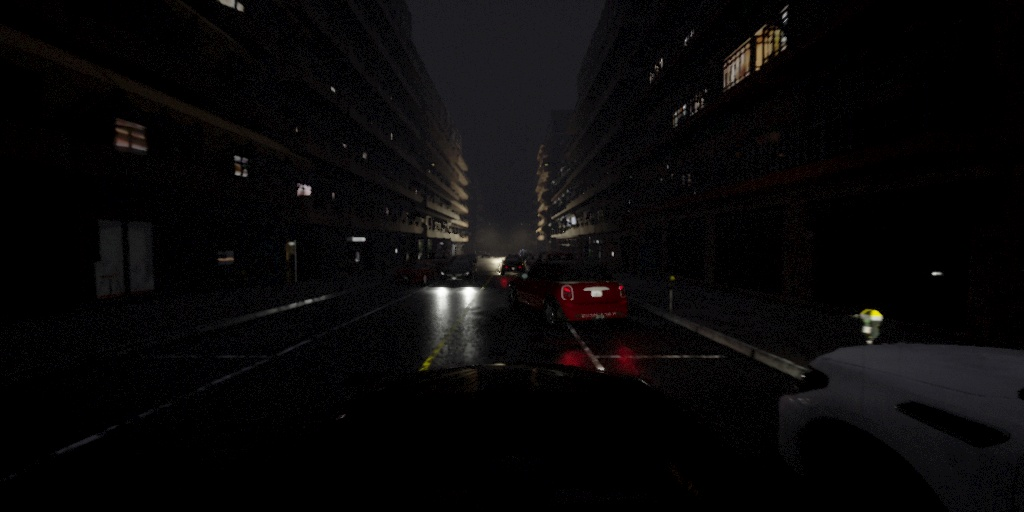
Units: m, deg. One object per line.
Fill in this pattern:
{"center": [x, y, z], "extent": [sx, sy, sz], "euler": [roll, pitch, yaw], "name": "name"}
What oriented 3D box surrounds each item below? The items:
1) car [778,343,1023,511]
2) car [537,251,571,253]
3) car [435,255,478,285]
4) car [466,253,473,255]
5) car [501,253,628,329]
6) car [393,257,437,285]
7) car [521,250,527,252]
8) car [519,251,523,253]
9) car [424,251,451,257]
{"center": [3.107, 1.006, 0.337], "extent": [2.150, 2.045, 5.566], "euler": [0, 1, 0], "name": "car"}
{"center": [2.667, 0.659, 21.552], "extent": [2.192, 1.841, 5.009], "euler": [0, 0, 0], "name": "car"}
{"center": [-3.086, 0.872, 21.450], "extent": [1.812, 1.442, 4.674], "euler": [0, 1, 0], "name": "car"}
{"center": [-5.673, 0.537, 38.487], "extent": [1.888, 1.381, 4.507], "euler": [0, 0, 0], "name": "car"}
{"center": [1.429, 0.914, 10.905], "extent": [2.097, 1.767, 4.553], "euler": [0, 1, -19], "name": "car"}
{"center": [-5.681, 0.891, 21.497], "extent": [1.888, 1.381, 4.507], "euler": [0, 0, 0], "name": "car"}
{"center": [2.720, 0.077, 61.195], "extent": [1.948, 1.339, 4.313], "euler": [0, 0, 0], "name": "car"}
{"center": [0.123, 0.353, 47.299], "extent": [2.033, 1.411, 5.357], "euler": [0, 1, 0], "name": "car"}
{"center": [-5.679, 0.543, 27.159], "extent": [2.192, 1.841, 5.009], "euler": [0, 0, 0], "name": "car"}
